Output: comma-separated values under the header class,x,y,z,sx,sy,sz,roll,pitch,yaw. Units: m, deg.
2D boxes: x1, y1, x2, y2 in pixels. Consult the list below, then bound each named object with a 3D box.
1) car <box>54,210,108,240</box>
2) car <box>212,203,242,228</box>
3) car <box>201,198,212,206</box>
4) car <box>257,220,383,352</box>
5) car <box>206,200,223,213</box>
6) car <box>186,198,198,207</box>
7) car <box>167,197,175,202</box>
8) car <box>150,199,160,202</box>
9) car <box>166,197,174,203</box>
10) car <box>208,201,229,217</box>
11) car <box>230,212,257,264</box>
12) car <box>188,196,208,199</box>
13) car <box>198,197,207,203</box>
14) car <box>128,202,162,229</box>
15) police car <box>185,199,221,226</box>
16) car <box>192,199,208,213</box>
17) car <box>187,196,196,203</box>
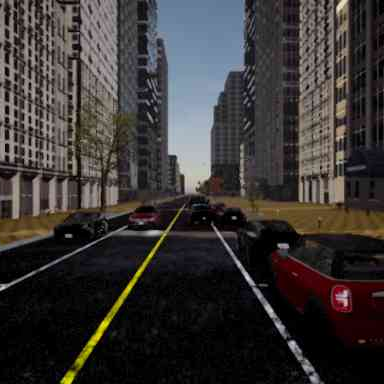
class,x,y,z,sx,sy,sz,roll,pitch,yaw
car,-5.704,1.661,17.549,1.947,1.339,4.313,-1,0,0
car,2.676,1.692,23.197,1.947,1.339,4.313,-1,0,0
car,2.663,1.876,62.696,1.887,1.381,4.507,-1,0,0
car,2.680,1.475,6.270,1.967,1.590,4.097,-1,0,0
car,2.670,1.741,40.295,1.752,1.417,4.829,-1,0,0
car,-0.017,1.784,57.809,1.882,1.535,5.008,0,0,0
car,-5.725,2.052,90.886,1.802,1.307,4.206,-1,0,0
car,-5.714,1.824,51.397,2.008,1.369,4.403,-1,0,0
car,-5.724,1.967,85.076,1.752,1.417,4.829,-1,0,0
car,2.672,1.730,34.482,1.887,1.381,4.507,-1,0,0
car,2.679,1.631,11.911,1.947,1.339,4.313,-1,0,0
car,0.655,1.400,34.480,2.150,2.045,5.566,-1,0,0
car,2.657,1.994,85.267,2.008,1.369,4.403,-1,0,0
car,-3.105,1.649,22.657,1.812,1.442,4.674,0,0,0
police car,0.599,1.558,24.525,1.930,1.638,5.238,0,0,-5
car,0.888,1.673,40.648,1.801,1.575,5.366,0,0,0
car,-0.023,1.765,78.505,2.033,1.411,5.357,0,0,0
